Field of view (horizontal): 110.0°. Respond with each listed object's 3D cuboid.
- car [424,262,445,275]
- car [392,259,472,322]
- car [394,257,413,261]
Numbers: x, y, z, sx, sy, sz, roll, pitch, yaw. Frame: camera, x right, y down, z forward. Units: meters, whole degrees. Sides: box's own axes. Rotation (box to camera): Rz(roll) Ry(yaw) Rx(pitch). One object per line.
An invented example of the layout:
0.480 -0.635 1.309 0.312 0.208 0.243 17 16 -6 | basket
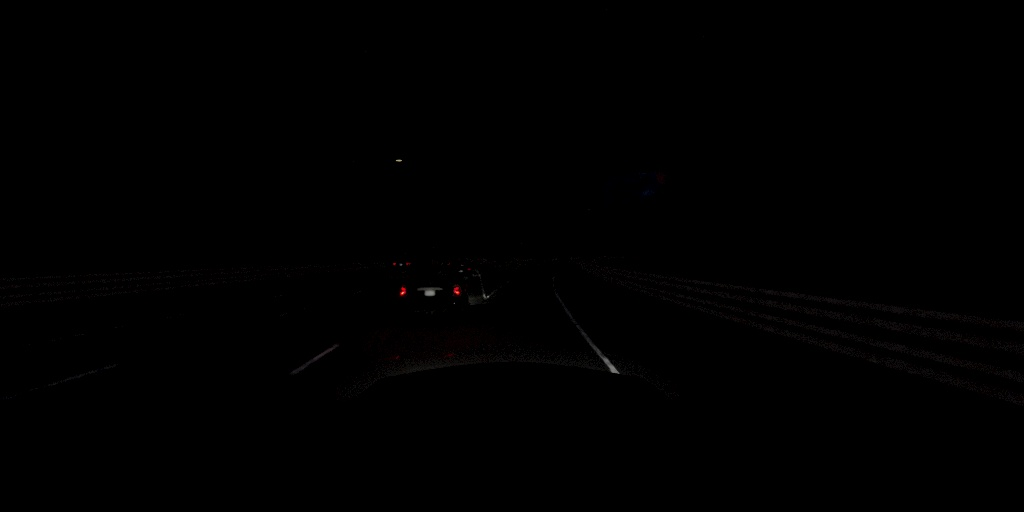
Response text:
-9.092 1.429 42.351 1.994 1.385 4.181 0 0 -7 | car
-2.623 1.118 12.664 2.097 1.767 4.553 0 0 -6 | car
-12.542 1.091 42.059 2.150 2.045 5.566 0 0 -7 | car
